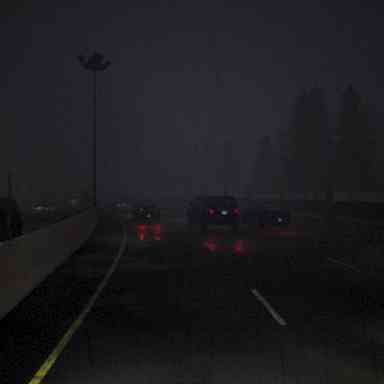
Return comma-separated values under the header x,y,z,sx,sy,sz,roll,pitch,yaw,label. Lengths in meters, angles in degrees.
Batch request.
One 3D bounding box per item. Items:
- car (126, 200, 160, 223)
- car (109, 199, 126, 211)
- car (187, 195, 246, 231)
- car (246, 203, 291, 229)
x,y,z,sx,sy,sz,roll,pitch,yaw,label
-3.641,1.471,25.615,2.128,1.511,4.902,0,0,-15,car
-8.682,1.524,39.997,2.033,1.411,5.357,0,0,-24,car
1.188,1.196,20.542,2.150,2.045,5.566,0,0,-12,car
4.544,1.440,21.553,1.882,1.535,5.008,0,0,-12,car
